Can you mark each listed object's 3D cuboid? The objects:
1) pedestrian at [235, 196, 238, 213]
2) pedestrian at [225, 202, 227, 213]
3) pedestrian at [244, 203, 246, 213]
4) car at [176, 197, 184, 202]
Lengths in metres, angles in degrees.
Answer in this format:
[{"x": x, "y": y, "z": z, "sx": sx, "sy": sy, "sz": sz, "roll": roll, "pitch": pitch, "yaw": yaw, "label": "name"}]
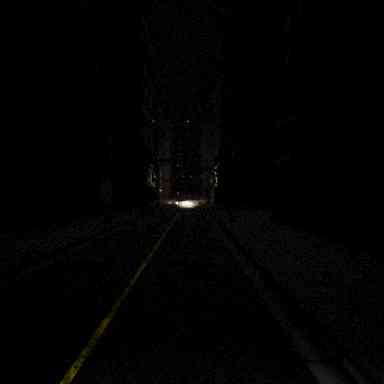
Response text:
[{"x": 4.633, "y": 1.262, "z": 34.655, "sx": 0.375, "sy": 1.860, "sz": 0.375, "roll": 0, "pitch": 0, "yaw": 0, "label": "pedestrian"}, {"x": 3.633, "y": 1.269, "z": 35.855, "sx": 0.375, "sy": 1.860, "sz": 0.375, "roll": 0, "pitch": 0, "yaw": 0, "label": "pedestrian"}, {"x": 5.633, "y": 1.634, "z": 35.253, "sx": 0.500, "sy": 1.100, "sz": 0.500, "roll": 0, "pitch": 0, "yaw": 0, "label": "pedestrian"}, {"x": -3.004, "y": 1.929, "z": 85.817, "sx": 1.895, "sy": 1.301, "sz": 4.718, "roll": 0, "pitch": 0, "yaw": 0, "label": "car"}]
